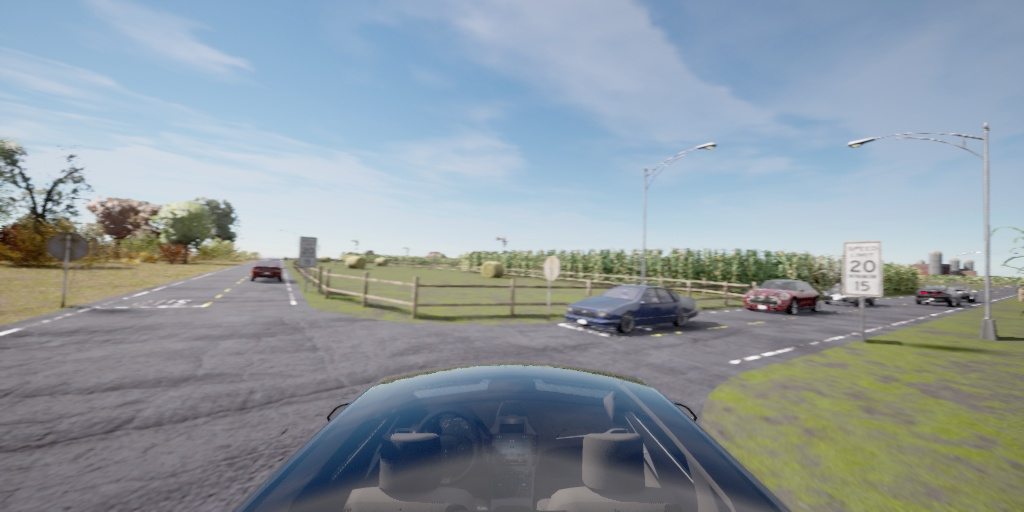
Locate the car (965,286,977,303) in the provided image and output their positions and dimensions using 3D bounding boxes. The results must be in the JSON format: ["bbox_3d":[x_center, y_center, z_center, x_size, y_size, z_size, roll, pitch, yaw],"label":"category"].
[{"bbox_3d":[41.419,3.486,33.281,4.902,1.511,2.128,3,-2,-33],"label":"car"}]

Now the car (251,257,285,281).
[{"bbox_3d":[-18.440,1.049,27.123,1.882,1.535,5.008,4,-2,-33],"label":"car"}]

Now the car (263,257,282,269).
[{"bbox_3d":[-34.787,0.953,52.207,2.128,1.511,4.902,4,-2,-33],"label":"car"}]

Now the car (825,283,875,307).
[{"bbox_3d":[23.588,2.674,25.036,4.902,1.511,2.128,3,-2,-33],"label":"car"}]

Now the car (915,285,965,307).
[{"bbox_3d":[32.947,3.061,27.701,4.892,1.490,1.837,3,-2,-32],"label":"car"}]

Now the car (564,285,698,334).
[{"bbox_3d":[4.307,1.717,12.399,5.357,1.411,2.033,3,-2,-35],"label":"car"}]

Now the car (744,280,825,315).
[{"bbox_3d":[14.295,2.048,18.984,4.553,1.767,2.097,3,-2,-33],"label":"car"}]
